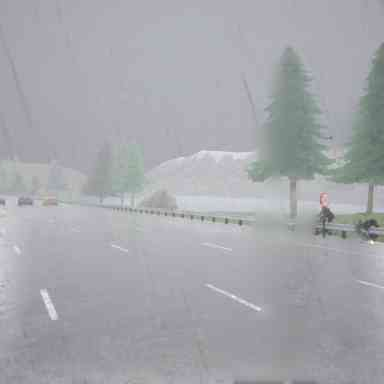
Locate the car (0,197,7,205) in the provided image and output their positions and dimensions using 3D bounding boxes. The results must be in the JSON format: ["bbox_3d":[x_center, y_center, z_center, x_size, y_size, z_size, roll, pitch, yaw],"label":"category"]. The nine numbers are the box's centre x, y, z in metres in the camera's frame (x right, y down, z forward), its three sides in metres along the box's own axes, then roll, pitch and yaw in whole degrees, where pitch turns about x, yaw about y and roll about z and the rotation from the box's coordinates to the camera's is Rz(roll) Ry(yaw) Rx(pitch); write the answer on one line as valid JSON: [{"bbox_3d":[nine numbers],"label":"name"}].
[{"bbox_3d":[-32.459,1.524,56.098,1.812,1.442,4.674,0,0,-32],"label":"car"}]

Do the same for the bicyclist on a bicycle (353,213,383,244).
[{"bbox_3d":[7.764,1.722,14.611,1.620,1.656,0.582,0,3,-14],"label":"bicyclist on a bicycle"}]

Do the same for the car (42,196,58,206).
[{"bbox_3d":[-23.648,1.476,55.351,1.882,1.535,5.008,0,0,-33],"label":"car"}]

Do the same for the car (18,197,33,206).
[{"bbox_3d":[-27.550,1.489,54.945,2.128,1.511,4.902,0,0,-33],"label":"car"}]

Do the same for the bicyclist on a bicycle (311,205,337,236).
[{"bbox_3d":[6.760,1.420,16.888,1.656,1.620,0.582,3,-1,-19],"label":"bicyclist on a bicycle"}]
